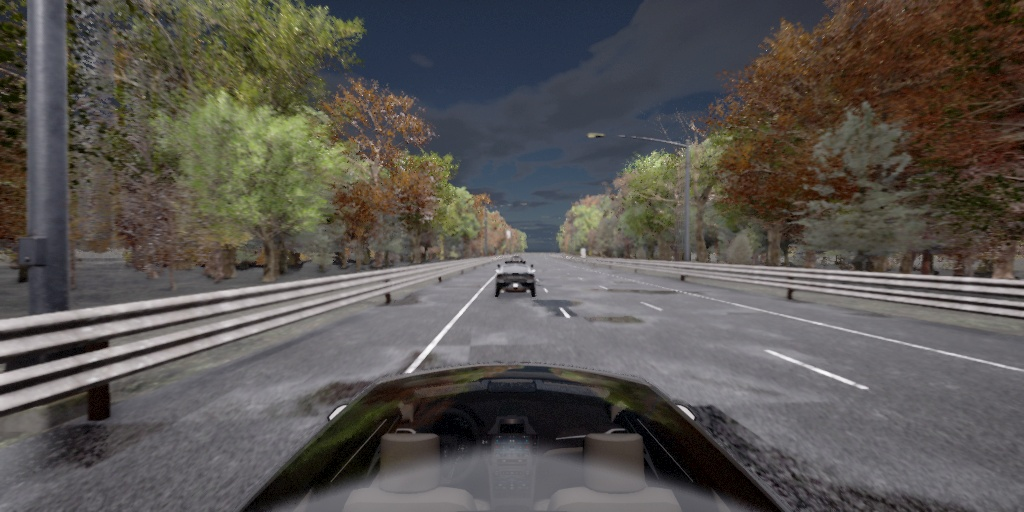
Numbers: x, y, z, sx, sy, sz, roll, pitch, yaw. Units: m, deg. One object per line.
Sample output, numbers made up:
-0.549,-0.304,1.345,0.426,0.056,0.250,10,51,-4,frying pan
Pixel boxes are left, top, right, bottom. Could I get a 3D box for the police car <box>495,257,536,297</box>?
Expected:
0.172,1.043,18.113,1.930,1.638,5.238,0,0,0,police car
